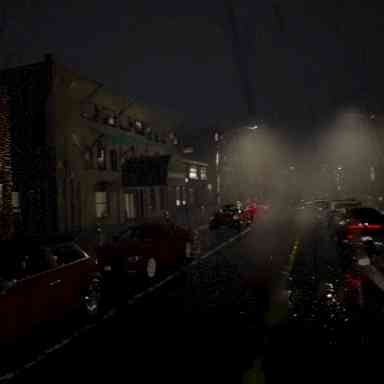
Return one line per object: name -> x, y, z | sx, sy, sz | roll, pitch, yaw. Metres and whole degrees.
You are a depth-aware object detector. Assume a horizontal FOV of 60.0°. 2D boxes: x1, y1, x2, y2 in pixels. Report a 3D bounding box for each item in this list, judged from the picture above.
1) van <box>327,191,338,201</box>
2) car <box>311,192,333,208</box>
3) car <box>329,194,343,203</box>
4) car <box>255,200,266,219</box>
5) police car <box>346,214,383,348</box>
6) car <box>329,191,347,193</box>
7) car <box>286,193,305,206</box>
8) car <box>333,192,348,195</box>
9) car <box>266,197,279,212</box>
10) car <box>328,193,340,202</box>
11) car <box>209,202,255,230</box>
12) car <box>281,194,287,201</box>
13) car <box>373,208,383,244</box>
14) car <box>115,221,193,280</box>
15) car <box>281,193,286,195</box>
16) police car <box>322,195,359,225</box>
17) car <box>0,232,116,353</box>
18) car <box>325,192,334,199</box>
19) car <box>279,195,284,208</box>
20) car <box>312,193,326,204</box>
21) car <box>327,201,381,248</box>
van -> 27.380, 0.736, 64.986 | 1.690, 1.788, 3.998 | -3, -1, 20
car -> 15.600, 1.170, 40.375 | 2.128, 1.511, 4.902 | -2, 0, 20
car -> 23.593, 1.052, 54.558 | 1.802, 1.307, 4.206 | -3, -1, 20
car -> 4.328, 1.550, 26.147 | 1.887, 1.381, 4.507 | -3, -1, 20
police car -> 3.392, 1.328, 4.344 | 1.930, 1.638, 5.238 | -2, 0, 20
car -> 19.783, 0.861, 44.135 | 2.192, 1.841, 5.009 | -3, -1, 20
car -> 15.276, 1.091, 48.357 | 2.097, 1.767, 4.553 | -2, 0, 20
car -> 17.952, 1.108, 39.078 | 1.752, 1.417, 4.829 | -3, -1, 20
car -> 8.128, 1.512, 36.572 | 1.802, 1.307, 4.206 | -3, -1, 20
car -> 25.548, 0.957, 59.931 | 1.752, 1.417, 4.829 | -3, -1, 20
car -> 2.423, 1.483, 20.935 | 1.967, 1.590, 4.097 | -3, -1, 20
car -> 11.926, 1.436, 46.999 | 1.802, 1.307, 4.206 | -3, -1, 20
car -> 8.400, 1.353, 12.853 | 1.802, 1.307, 4.206 | -3, -1, 20
car -> -1.370, 1.662, 10.508 | 1.887, 1.381, 4.507 | -3, -1, 20
car -> 17.611, 1.056, 62.640 | 2.192, 1.841, 5.009 | -3, -1, 20
police car -> 8.869, 1.220, 19.378 | 1.930, 1.638, 5.238 | -2, 0, 20
car -> -3.274, 1.595, 5.295 | 1.967, 1.590, 4.097 | -3, -1, 20
car -> 31.245, 0.842, 75.570 | 1.752, 1.417, 4.829 | -3, -1, 20
car -> 10.025, 1.443, 41.785 | 2.008, 1.369, 4.403 | -3, -1, 20
car -> 20.180, 1.065, 53.048 | 1.882, 1.535, 5.008 | -2, 0, 20
car -> 6.780, 1.341, 13.636 | 1.837, 1.490, 4.892 | -2, 0, 20
